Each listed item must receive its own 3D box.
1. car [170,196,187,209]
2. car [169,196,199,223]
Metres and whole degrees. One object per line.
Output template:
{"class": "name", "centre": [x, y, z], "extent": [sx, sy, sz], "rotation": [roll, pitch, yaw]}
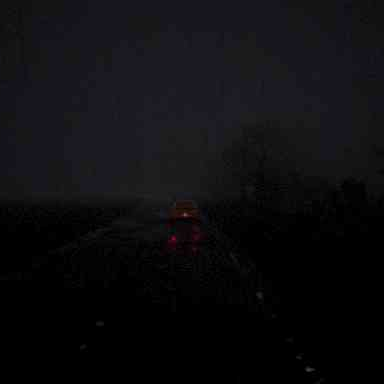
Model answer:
{"class": "car", "centre": [-1.725, 1.217, 40.957], "extent": [1.812, 1.442, 4.674], "rotation": [0, 1, -5]}
{"class": "car", "centre": [-0.564, 1.296, 23.953], "extent": [1.882, 1.535, 5.008], "rotation": [0, 0, -3]}
